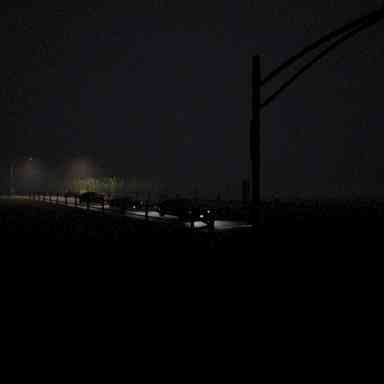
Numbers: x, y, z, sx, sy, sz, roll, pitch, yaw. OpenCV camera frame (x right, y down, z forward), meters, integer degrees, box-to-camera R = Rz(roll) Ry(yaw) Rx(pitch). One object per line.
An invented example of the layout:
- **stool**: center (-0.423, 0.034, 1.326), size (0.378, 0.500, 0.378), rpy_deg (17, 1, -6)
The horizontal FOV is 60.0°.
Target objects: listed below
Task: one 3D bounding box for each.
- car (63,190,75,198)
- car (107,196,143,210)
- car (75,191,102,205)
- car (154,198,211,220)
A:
- **car**: center (-22.525, 0.355, 62.016), size (1.882, 1.535, 5.008), rpy_deg (0, 1, -35)
- **car**: center (-6.591, 1.051, 32.613), size (1.895, 1.301, 4.718), rpy_deg (0, 1, -35)
- **car**: center (-12.453, 0.743, 41.068), size (1.882, 1.535, 5.008), rpy_deg (0, 1, -35)
- **car**: center (-0.855, 1.180, 24.361), size (2.033, 1.411, 5.357), rpy_deg (0, 1, -35)
